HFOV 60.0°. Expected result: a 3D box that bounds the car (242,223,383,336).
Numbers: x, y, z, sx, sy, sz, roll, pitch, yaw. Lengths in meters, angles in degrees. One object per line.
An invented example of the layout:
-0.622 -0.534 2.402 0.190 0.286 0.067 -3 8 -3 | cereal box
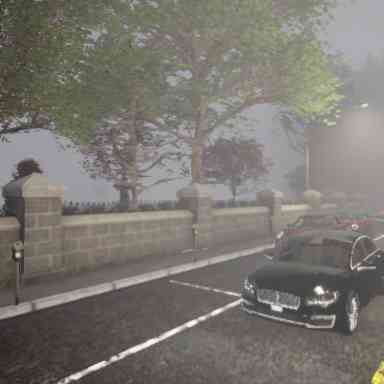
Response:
2.893 1.648 7.183 1.837 1.490 4.892 -1 -2 40 | car

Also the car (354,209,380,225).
8.734 1.789 18.446 1.967 1.590 4.097 -2 -2 40 | car

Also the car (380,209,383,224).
15.923 2.042 27.112 2.008 1.369 4.403 -2 -2 40 | car

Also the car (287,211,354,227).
5.143 1.717 14.114 1.967 1.590 4.097 -2 -2 40 | car
